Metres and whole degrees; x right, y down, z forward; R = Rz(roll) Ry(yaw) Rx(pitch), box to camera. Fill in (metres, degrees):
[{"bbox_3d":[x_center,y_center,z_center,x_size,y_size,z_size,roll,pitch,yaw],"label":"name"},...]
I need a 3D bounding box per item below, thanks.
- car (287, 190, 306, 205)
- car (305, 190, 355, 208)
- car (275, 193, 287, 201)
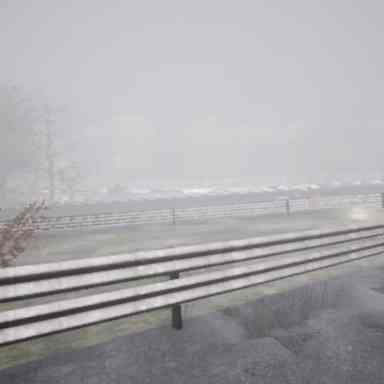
[{"bbox_3d":[13.975,0.564,38.871,4.553,1.767,2.097,-4,2,-15],"label":"car"},{"bbox_3d":[14.992,0.614,35.520,4.553,1.767,2.097,-4,2,-15],"label":"car"},{"bbox_3d":[13.076,0.755,42.260,4.718,1.301,1.895,-4,2,-15],"label":"car"}]
